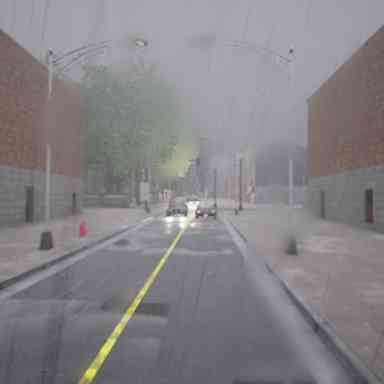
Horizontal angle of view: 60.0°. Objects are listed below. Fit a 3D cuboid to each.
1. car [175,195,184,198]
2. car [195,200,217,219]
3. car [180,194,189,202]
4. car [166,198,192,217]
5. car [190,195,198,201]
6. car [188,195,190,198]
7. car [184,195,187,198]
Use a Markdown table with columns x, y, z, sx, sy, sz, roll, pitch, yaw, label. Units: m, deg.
| x | y | z | sx | sy | sz | roll | pitch | yaw | label |
| --- | --- | --- | --- | --- | --- | --- | --- | --- | --- |
| -2.981 | 1.701 | 59.012 | 2.008 | 1.369 | 4.403 | 2 | 0 | 2 | car |
| 1.298 | 1.700 | 30.170 | 1.895 | 1.301 | 4.718 | 1 | 0 | 3 | car |
| -1.914 | 1.619 | 87.930 | 2.192 | 1.841 | 5.009 | 2 | 0 | 2 | car |
| -1.365 | 1.640 | 32.761 | 1.994 | 1.385 | 4.181 | 1 | 0 | 3 | car |
| 0.664 | 1.916 | 86.862 | 1.895 | 1.301 | 4.718 | 1 | 0 | 2 | car |
| -2.117 | 1.852 | 82.482 | 1.802 | 1.307 | 4.206 | 2 | 0 | 2 | car |
| -2.699 | 1.734 | 66.142 | 2.008 | 1.369 | 4.403 | 2 | 0 | 2 | car |
